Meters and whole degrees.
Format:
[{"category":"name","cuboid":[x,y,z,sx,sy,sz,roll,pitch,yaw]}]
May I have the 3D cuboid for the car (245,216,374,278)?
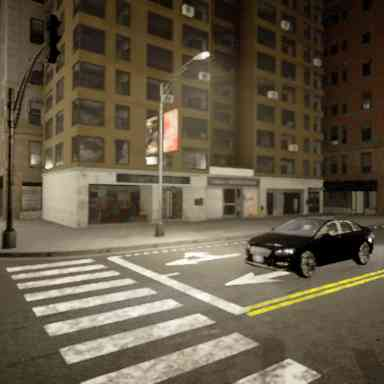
[{"category":"car","cuboid":[3.772,1.541,10.364,4.902,1.511,2.128,0,0,-36]}]
